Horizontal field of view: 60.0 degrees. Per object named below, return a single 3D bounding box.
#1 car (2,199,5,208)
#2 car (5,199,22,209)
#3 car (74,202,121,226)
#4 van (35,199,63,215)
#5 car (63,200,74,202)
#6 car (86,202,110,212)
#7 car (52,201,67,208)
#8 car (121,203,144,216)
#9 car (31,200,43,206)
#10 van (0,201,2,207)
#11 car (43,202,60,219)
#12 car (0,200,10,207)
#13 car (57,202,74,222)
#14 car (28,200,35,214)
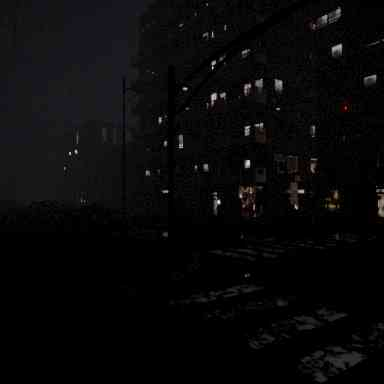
[{"bbox_3d":[-36.401,2.542,66.813,1.887,1.381,4.507,-1,0,-35],"label":"car"},{"bbox_3d":[-33.197,2.365,62.313,1.967,1.590,4.097,-1,0,-35],"label":"car"},{"bbox_3d":[-7.551,1.777,26.316,1.967,1.590,4.097,-1,0,-35],"label":"car"},{"bbox_3d":[-17.170,1.900,39.815,1.690,1.788,3.998,-1,0,-35],"label":"van"},{"bbox_3d":[-15.435,2.102,41.823,2.033,1.411,5.357,0,-1,-35],"label":"car"},{"bbox_3d":[-13.752,2.192,48.604,1.947,1.339,4.313,-1,0,-35],"label":"car"},{"bbox_3d":[-26.567,2.462,66.591,1.887,1.381,4.507,-1,0,-35],"label":"car"},{"bbox_3d":[-7.444,2.006,39.749,1.752,1.417,4.829,-1,0,-35],"label":"car"},{"bbox_3d":[-39.382,2.773,84.578,1.947,1.339,4.313,-1,0,-35],"label":"car"},{"bbox_3d":[-39.610,2.411,71.313,1.690,1.788,3.998,-1,0,-35],"label":"van"},{"bbox_3d":[-13.960,2.036,35.314,2.008,1.369,4.403,-1,0,-35],"label":"car"},{"bbox_3d":[-42.714,2.666,75.674,1.752,1.417,4.829,-1,0,-35],"label":"car"},{"bbox_3d":[-10.656,1.934,30.677,1.752,1.417,4.829,-1,0,-35],"label":"car"},{"bbox_3d":[-20.374,2.073,44.314,1.967,1.590,4.097,-1,0,-35],"label":"car"}]
